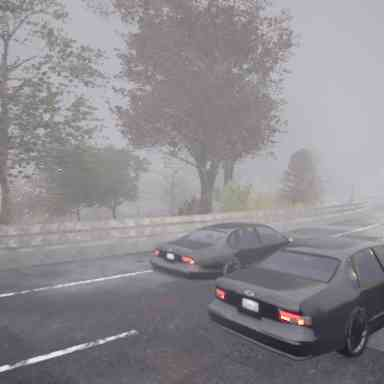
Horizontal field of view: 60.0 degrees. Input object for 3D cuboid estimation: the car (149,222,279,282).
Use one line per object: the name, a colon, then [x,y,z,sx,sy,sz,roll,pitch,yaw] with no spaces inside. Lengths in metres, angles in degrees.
car: [1.422,1.569,9.477,5.357,1.411,2.033,0,0,-40]

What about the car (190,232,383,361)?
car: [2.731,1.557,6.040,5.357,1.411,2.033,0,0,-39]
